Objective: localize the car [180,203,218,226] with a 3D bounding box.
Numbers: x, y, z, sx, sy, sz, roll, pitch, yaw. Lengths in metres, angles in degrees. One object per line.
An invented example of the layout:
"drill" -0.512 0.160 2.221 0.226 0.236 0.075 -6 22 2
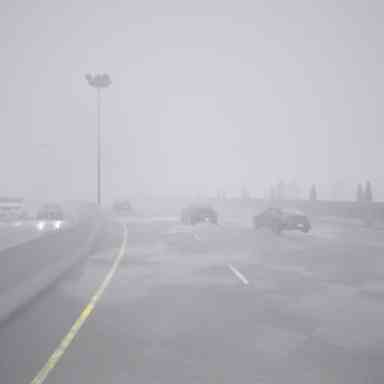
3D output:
"car" 0.416 1.538 23.967 1.837 1.490 4.892 0 0 -13

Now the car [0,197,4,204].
"car" -37.977 1.646 63.937 4.181 1.385 1.994 0 0 44

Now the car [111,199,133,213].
"car" -8.264 1.586 38.900 2.128 1.511 4.902 0 0 -22

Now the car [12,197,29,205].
"car" -32.991 1.702 63.861 1.812 1.442 4.674 0 0 -43

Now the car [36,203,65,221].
"car" -11.857 1.659 28.073 1.994 1.385 4.181 0 0 -18

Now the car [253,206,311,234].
"car" 5.057 1.530 19.088 1.812 1.442 4.674 0 0 -10

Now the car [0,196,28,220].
"car" -16.090 1.342 29.749 2.150 2.045 5.566 0 0 -21
